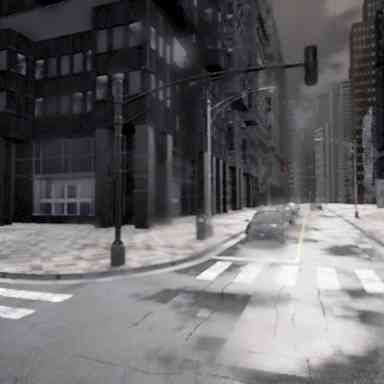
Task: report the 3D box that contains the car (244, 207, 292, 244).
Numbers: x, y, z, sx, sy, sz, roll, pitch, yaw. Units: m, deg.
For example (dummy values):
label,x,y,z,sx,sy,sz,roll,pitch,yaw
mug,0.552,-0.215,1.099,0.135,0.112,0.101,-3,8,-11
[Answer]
label,x,y,z,sx,sy,sz,roll,pitch,yaw
car,3.984,1.746,17.385,1.837,1.490,4.892,-1,-1,19

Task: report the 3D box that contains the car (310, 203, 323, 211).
label,x,y,z,sx,sy,sz,roll,pitch,yaw
car,20.174,2.372,54.059,1.895,1.301,4.718,-1,-1,19

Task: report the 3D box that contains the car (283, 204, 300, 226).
label,x,y,z,sx,sy,sz,roll,pitch,yaw
car,7.310,1.932,26.769,1.994,1.385,4.181,-1,-1,20
